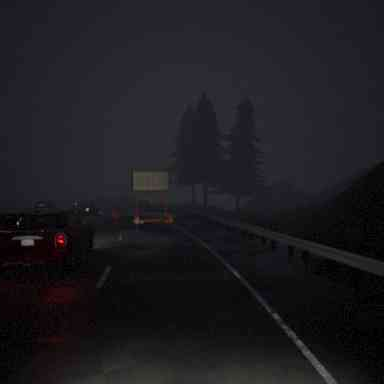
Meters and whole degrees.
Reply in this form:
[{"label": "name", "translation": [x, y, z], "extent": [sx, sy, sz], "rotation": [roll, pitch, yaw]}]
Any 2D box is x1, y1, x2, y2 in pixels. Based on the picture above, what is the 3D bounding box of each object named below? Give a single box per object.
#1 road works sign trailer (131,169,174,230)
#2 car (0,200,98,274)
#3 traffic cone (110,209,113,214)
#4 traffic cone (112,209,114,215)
[{"label": "road works sign trailer", "translation": [-2.550, 0.386, 20.579], "extent": [2.380, 3.560, 2.880], "rotation": [0, 0, -17]}, {"label": "car", "translation": [-4.515, 1.319, 10.676], "extent": [2.097, 1.767, 4.553], "rotation": [0, 0, -8]}, {"label": "traffic cone", "translation": [-6.642, 1.854, 28.736], "extent": [0.340, 0.580, 0.340], "rotation": [0, 0, -17]}, {"label": "traffic cone", "translation": [-6.048, 1.860, 26.826], "extent": [0.340, 0.580, 0.340], "rotation": [0, 0, -17]}]
